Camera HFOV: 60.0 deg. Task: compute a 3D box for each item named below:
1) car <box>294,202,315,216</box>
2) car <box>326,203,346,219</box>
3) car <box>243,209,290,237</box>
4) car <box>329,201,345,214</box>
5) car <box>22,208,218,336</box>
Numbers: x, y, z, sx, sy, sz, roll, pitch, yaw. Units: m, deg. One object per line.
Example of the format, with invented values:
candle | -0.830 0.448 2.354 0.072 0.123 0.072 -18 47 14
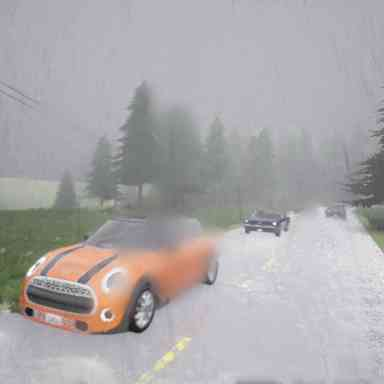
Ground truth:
car | 12.854 1.890 37.841 1.994 1.385 4.181 3 0 25
car | 15.093 2.041 34.834 1.895 1.301 4.718 3 0 25
car | 4.392 1.677 19.090 1.895 1.301 4.718 3 0 24
car | 20.195 2.067 46.299 1.882 1.535 5.008 3 0 25
car | -1.066 1.268 6.848 2.097 1.767 4.553 3 0 24
